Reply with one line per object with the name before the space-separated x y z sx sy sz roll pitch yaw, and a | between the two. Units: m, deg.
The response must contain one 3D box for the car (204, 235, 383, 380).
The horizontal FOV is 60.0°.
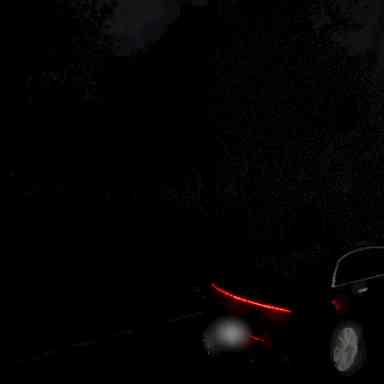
car | 2.445 1.486 5.514 4.892 1.490 1.837 0 0 -36
